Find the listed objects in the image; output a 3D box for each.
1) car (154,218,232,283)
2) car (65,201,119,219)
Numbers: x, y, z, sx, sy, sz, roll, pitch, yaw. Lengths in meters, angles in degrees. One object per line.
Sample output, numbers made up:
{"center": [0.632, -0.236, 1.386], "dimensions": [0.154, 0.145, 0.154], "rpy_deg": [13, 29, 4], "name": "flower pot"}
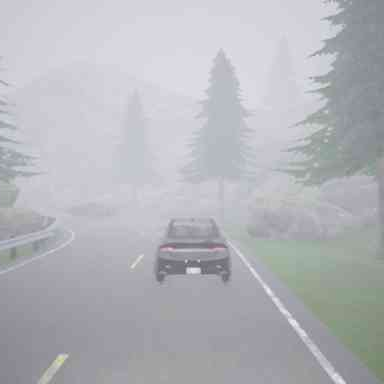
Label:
{"center": [0.006, 1.487, 9.639], "dimensions": [2.128, 1.511, 4.902], "rpy_deg": [0, 0, -1], "name": "car"}
{"center": [-8.789, 1.529, 29.067], "dimensions": [5.357, 1.411, 2.033], "rpy_deg": [0, 0, 35], "name": "car"}
